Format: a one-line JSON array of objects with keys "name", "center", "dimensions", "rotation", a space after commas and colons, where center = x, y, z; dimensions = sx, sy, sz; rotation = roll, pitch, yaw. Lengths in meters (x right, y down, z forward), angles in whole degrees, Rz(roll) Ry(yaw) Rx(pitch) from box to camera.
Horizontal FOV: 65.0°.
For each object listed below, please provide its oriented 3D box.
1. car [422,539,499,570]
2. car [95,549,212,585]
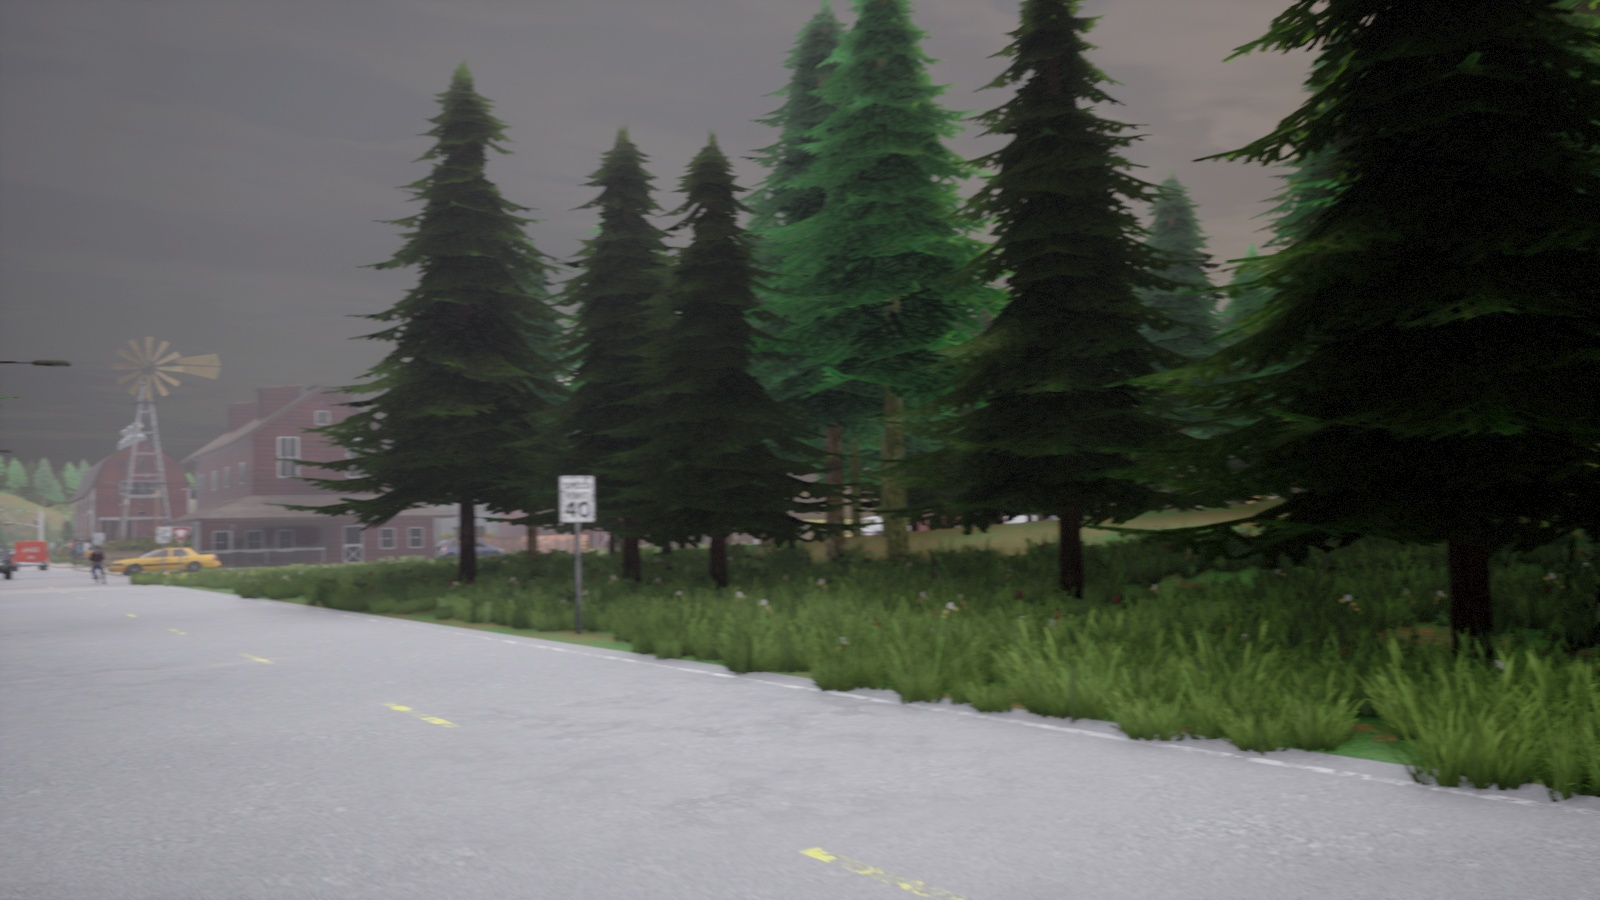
[{"name": "car", "center": [-19.971, 6.128, 73.883], "dimensions": [3.988, 1.617, 1.851], "rotation": [1, -5, -34]}, {"name": "car", "center": [-34.872, 6.291, 67.814], "dimensions": [5.366, 1.575, 1.801], "rotation": [0, -4, -37]}]
